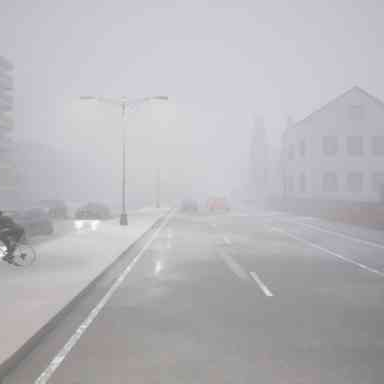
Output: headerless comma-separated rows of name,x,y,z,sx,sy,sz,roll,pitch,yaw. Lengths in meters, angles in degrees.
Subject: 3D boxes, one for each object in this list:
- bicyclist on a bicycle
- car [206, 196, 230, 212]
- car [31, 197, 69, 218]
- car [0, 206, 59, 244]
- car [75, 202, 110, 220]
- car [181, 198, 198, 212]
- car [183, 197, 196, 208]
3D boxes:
bicyclist on a bicycle,-5.146,1.311,9.150,1.656,1.620,0.582,-2,0,-1
car,3.137,1.352,38.600,2.097,1.767,4.553,0,0,0
car,-11.787,1.352,27.108,2.097,1.767,4.553,0,0,-1
car,-8.240,1.564,15.730,1.994,1.385,4.181,0,0,0
car,-8.371,1.564,28.222,1.994,1.385,4.181,0,0,0
car,-0.309,1.601,38.265,1.895,1.301,4.718,0,0,-1
car,-0.427,1.525,48.219,1.812,1.442,4.674,0,0,-1
